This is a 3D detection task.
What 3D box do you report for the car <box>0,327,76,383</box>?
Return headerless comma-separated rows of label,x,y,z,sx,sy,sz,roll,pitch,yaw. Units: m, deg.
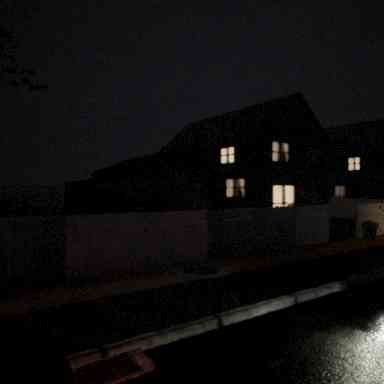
car,-2.902,1.474,1.001,5.008,1.535,1.882,1,0,-35
